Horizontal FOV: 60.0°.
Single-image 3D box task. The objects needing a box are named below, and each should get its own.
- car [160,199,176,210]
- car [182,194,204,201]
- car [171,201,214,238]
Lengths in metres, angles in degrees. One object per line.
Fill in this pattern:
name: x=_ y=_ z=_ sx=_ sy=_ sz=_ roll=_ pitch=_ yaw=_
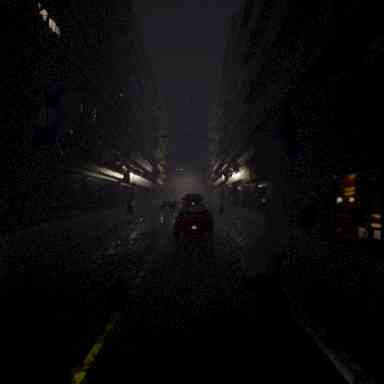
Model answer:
car: x=-2.838 y=1.558 z=41.214 sx=1.895 sy=1.301 sz=4.718 roll=0 pitch=0 yaw=0
car: x=0.104 y=1.190 z=34.851 sx=2.150 sy=2.045 sz=5.566 roll=0 pitch=0 yaw=0
car: x=0.100 y=1.470 z=17.795 sx=1.882 sy=1.535 sz=5.008 roll=0 pitch=0 yaw=0
